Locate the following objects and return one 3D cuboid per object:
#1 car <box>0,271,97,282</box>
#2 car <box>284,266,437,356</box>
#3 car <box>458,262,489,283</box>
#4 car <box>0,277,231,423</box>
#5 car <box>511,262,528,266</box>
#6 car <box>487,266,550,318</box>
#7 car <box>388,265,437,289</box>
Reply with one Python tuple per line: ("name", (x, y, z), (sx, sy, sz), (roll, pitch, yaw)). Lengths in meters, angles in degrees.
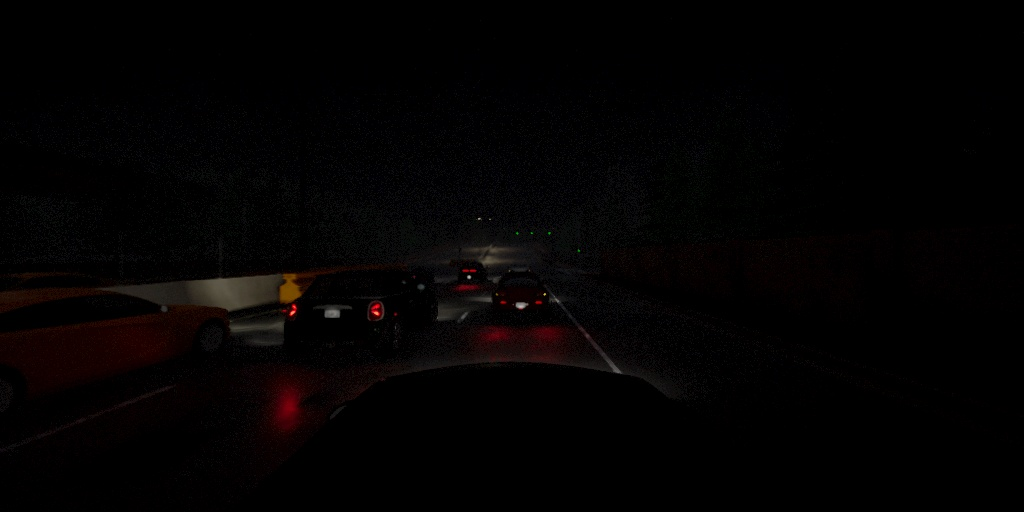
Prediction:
("car", (-13.934, 1.218, 10.234), (1.882, 1.535, 5.008), (0, 0, 1))
("car", (-3.285, 1.088, 8.766), (2.097, 1.767, 4.553), (0, 0, 1))
("car", (-2.927, 1.203, 27.328), (1.837, 1.490, 4.892), (0, 0, 1))
("car", (-6.850, 1.224, 5.459), (1.882, 1.535, 5.008), (0, 0, 1))
("car", (0.592, 1.219, 28.583), (1.812, 1.442, 4.674), (0, 0, 1))
("car", (0.299, 1.253, 12.688), (1.812, 1.442, 4.674), (0, 0, 1))
("car", (-6.495, 1.308, 23.909), (1.895, 1.301, 4.718), (0, 0, 1))
